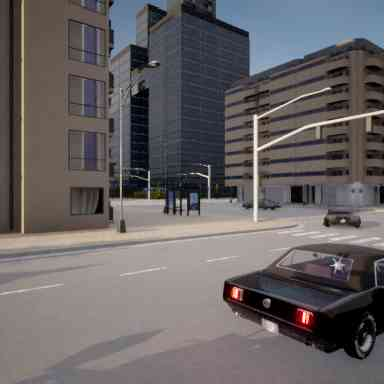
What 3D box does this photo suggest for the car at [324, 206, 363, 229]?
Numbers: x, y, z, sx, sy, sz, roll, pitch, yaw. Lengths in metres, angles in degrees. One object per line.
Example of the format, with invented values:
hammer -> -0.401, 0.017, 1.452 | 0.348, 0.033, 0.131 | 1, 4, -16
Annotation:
car -> 9.933, 1.580, 21.737 | 1.994, 1.385, 4.181 | 0, -1, 26

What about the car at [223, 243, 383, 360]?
car -> 2.892, 1.601, 5.985 | 4.718, 1.301, 1.895 | 0, 0, -36

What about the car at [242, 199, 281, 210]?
car -> 8.991, 1.603, 43.405 | 2.033, 1.411, 5.357 | 0, 0, -38
